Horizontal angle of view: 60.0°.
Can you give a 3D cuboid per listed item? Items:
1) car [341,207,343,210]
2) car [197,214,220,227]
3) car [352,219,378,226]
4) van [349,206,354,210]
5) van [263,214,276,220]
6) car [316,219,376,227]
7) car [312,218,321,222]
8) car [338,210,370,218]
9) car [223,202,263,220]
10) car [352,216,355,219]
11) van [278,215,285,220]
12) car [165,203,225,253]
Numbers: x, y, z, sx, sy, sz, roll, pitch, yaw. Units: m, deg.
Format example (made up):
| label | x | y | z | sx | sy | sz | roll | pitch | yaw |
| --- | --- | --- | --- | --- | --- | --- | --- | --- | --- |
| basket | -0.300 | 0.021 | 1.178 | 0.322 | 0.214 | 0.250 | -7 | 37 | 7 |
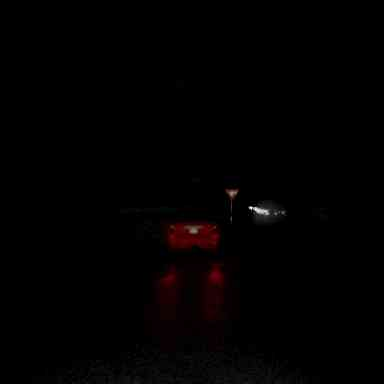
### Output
| label | x | y | z | sx | sy | sz | roll | pitch | yaw |
| --- | --- | --- | --- | --- | --- | --- | --- | --- | --- |
| car | 41.002 | 4.524 | 83.539 | 5.008 | 1.535 | 2.097 | -1 | 1 | -17 |
| car | 2.673 | 4.608 | 53.980 | 2.185 | 1.767 | 4.553 | 0 | -1 | -18 |
| car | 19.767 | 4.596 | 36.464 | 2.435 | 2.045 | 5.566 | 0 | 1 | -18 |
| van | 40.714 | 4.320 | 80.503 | 4.442 | 1.987 | 1.878 | -1 | 1 | -17 |
| van | 11.514 | 4.508 | 53.799 | 1.878 | 1.987 | 4.442 | 0 | 0 | -18 |
| car | 16.710 | 4.595 | 36.596 | 2.435 | 2.045 | 5.566 | -1 | 1 | -18 |
| car | 17.484 | 4.480 | 53.489 | 2.435 | 2.045 | 5.566 | 0 | -1 | -18 |
| car | 26.325 | 4.479 | 53.271 | 2.435 | 2.045 | 5.566 | 0 | 0 | -18 |
| car | 3.590 | 1.701 | 29.858 | 4.892 | 1.490 | 1.837 | 1 | -4 | -23 |
| car | 23.408 | 4.760 | 53.318 | 2.163 | 1.488 | 4.792 | 0 | -1 | -18 |
| van | 14.472 | 4.507 | 53.710 | 1.878 | 1.987 | 4.442 | 0 | 0 | -18 |
| car | 0.074 | 1.422 | 14.137 | 2.097 | 1.767 | 4.553 | 0 | 0 | 1 |
